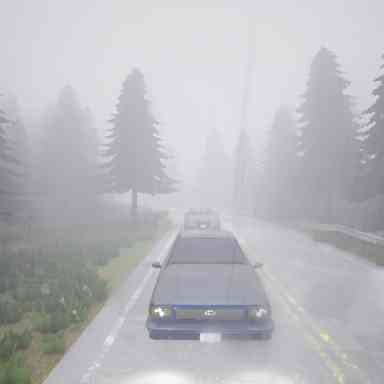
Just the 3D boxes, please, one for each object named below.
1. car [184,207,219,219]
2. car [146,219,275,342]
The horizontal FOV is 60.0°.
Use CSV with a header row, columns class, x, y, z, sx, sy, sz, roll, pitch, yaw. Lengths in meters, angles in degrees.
class,x,y,z,sx,sy,sz,roll,pitch,yaw
car,0.520,1.584,19.286,1.994,1.385,4.181,0,0,-2
car,0.302,1.558,7.101,2.033,1.411,5.357,0,0,1
